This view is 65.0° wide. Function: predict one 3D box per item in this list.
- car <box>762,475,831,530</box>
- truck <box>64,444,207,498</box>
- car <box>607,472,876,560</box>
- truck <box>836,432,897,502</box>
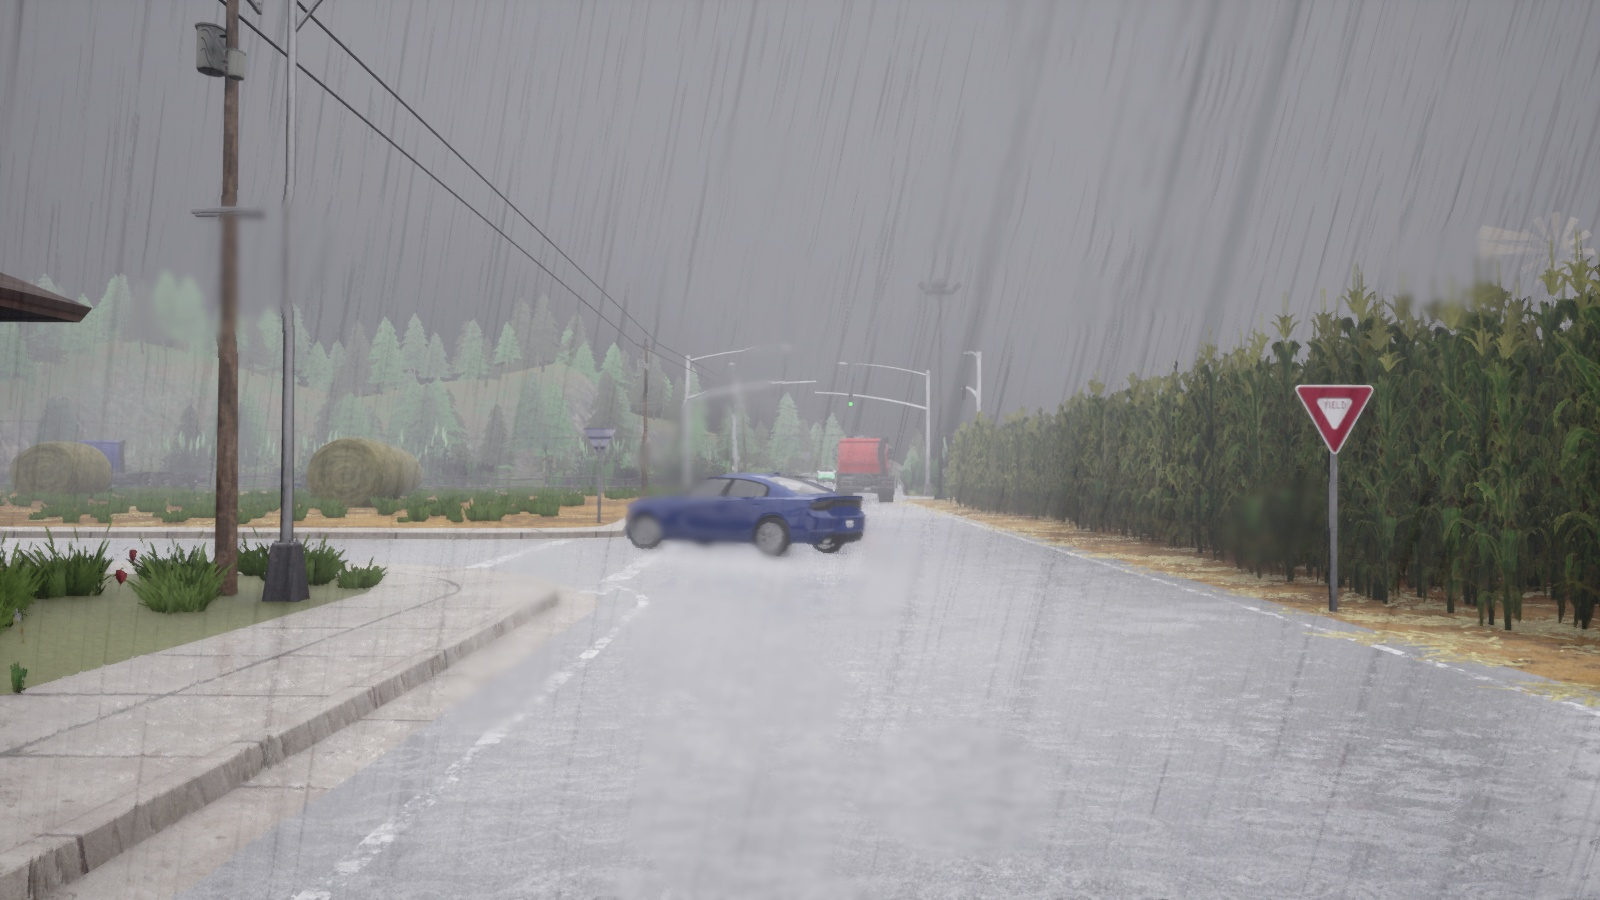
[{"bbox_3d":[-0.089,1.436,35.514,1.812,1.442,4.674,0,-1,0],"label":"car"},{"bbox_3d":[-43.610,1.355,82.548,7.936,3.462,2.891,0,-1,3],"label":"truck"},{"bbox_3d":[-1.185,1.186,23.885,5.008,1.535,1.882,-1,-2,35],"label":"car"},{"bbox_3d":[3.414,0.931,66.382,2.891,3.462,7.936,0,-1,1],"label":"truck"}]
